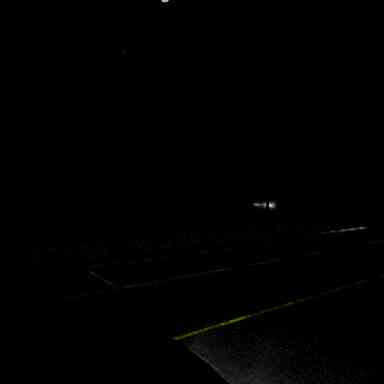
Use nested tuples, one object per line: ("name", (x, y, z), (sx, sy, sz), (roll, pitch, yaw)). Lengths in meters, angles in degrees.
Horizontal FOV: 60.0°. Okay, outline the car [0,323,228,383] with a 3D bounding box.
("car", (-2.186, 1.548, 1.758), (5.357, 1.411, 2.033), (0, 0, -35))
